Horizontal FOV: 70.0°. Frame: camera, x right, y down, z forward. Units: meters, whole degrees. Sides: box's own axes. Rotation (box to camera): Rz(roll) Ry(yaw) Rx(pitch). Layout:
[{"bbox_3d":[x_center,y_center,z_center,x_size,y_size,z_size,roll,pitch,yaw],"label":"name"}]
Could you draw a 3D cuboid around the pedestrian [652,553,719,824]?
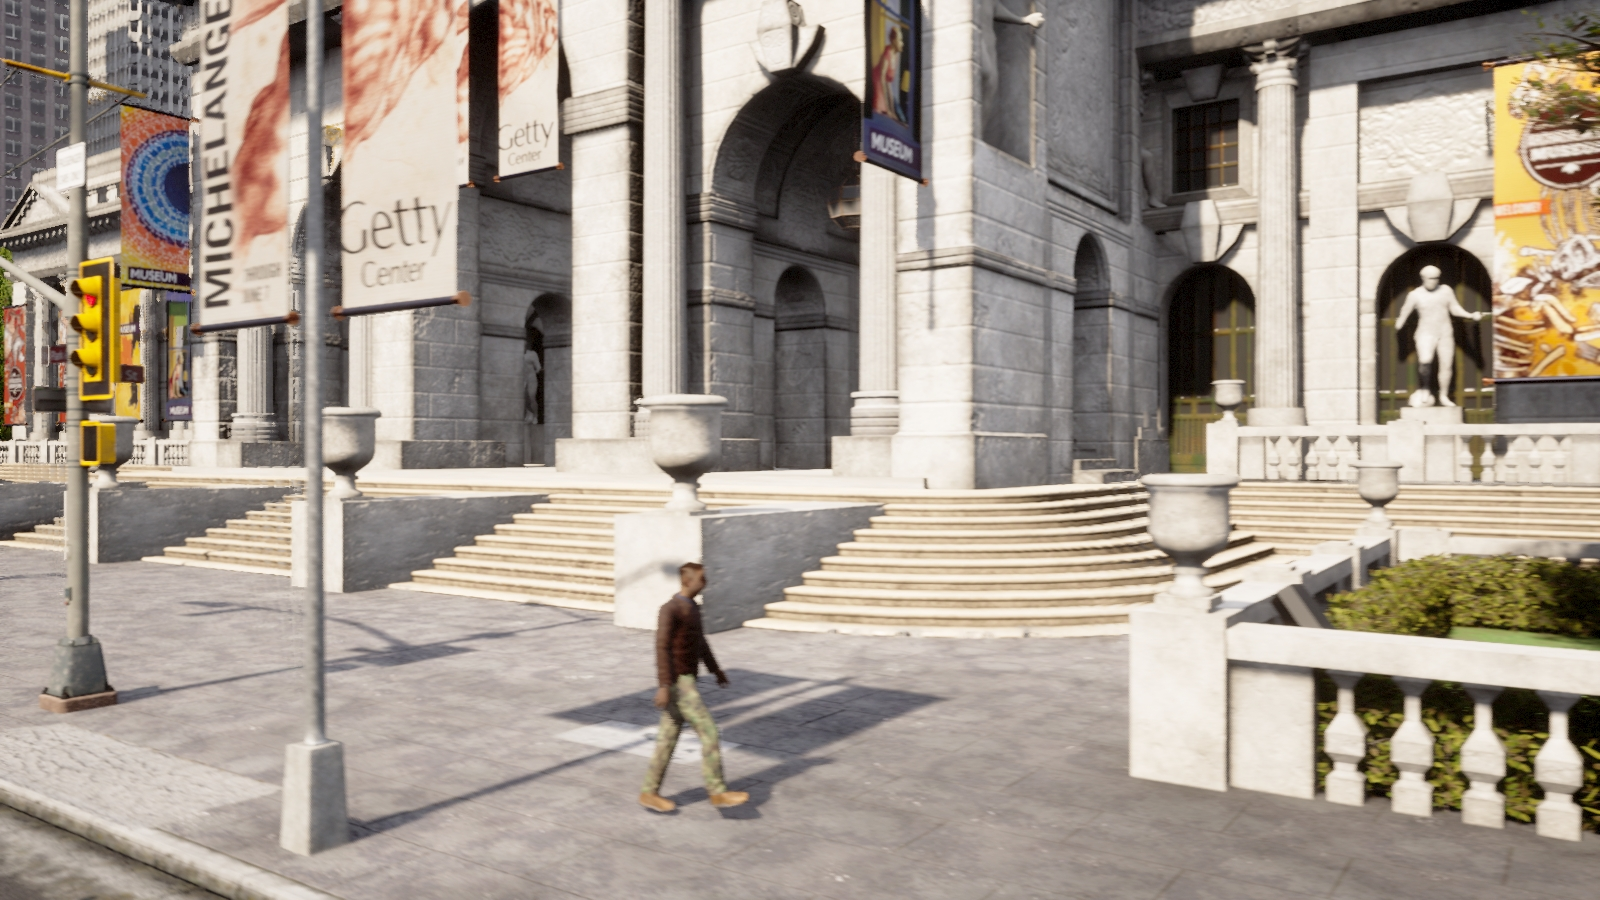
[{"bbox_3d":[-0.822,1.698,8.266,0.375,1.860,0.375,0,0,14],"label":"pedestrian"}]
